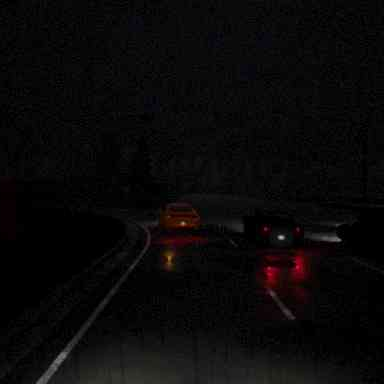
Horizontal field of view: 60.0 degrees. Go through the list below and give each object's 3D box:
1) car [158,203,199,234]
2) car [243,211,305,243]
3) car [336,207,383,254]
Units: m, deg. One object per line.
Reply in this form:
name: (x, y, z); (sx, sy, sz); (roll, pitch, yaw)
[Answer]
car: (-0.842, 1.375, 18.721); (1.882, 1.535, 5.008); (0, 0, -9)
car: (3.597, 1.515, 15.588); (1.895, 1.301, 4.718); (0, 0, 0)
car: (7.096, 1.483, 11.827); (2.033, 1.411, 5.357); (0, 0, 0)
